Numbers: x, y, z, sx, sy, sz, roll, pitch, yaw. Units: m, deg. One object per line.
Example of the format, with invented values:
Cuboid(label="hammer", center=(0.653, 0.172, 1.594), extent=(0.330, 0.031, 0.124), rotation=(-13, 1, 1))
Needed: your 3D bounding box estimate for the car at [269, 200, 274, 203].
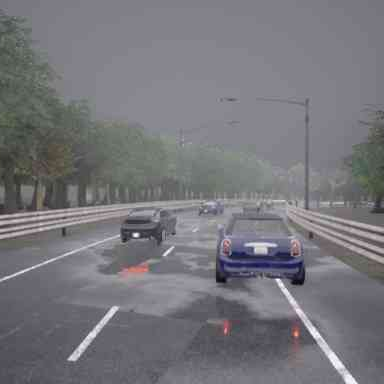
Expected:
Cuboid(label="car", center=(10.653, 1.813, 48.125), extent=(1.837, 1.490, 4.892), rotation=(0, -1, 25))

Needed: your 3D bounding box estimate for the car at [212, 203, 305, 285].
Cuboid(label="car", center=(1.783, 1.357, 9.710), extent=(2.097, 1.767, 4.553), rotation=(0, 0, 6))

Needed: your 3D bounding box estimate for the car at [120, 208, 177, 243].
Cuboid(label="car", center=(-1.951, 1.520, 16.147), extent=(1.837, 1.490, 4.892), rotation=(0, 0, 8))

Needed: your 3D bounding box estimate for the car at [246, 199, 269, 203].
Cuboid(label="car", center=(7.163, 1.678, 38.442), extent=(2.128, 1.511, 4.902), rotation=(0, 0, 20))

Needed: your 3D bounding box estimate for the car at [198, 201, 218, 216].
Cuboid(label="car", center=(1.994, 1.646, 33.782), extent=(1.812, 1.442, 4.674), rotation=(0, -1, 17))
